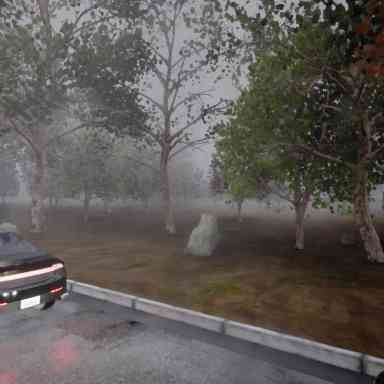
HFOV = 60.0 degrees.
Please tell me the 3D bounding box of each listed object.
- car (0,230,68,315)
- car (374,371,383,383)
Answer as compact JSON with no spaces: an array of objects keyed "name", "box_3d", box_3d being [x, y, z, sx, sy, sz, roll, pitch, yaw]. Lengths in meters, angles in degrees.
[{"name":"car","box_3d":[-4.481,1.501,6.576,4.902,1.511,2.128,0,0,36]},{"name":"car","box_3d":[3.250,1.490,1.059,4.902,1.511,2.128,0,0,36]}]
